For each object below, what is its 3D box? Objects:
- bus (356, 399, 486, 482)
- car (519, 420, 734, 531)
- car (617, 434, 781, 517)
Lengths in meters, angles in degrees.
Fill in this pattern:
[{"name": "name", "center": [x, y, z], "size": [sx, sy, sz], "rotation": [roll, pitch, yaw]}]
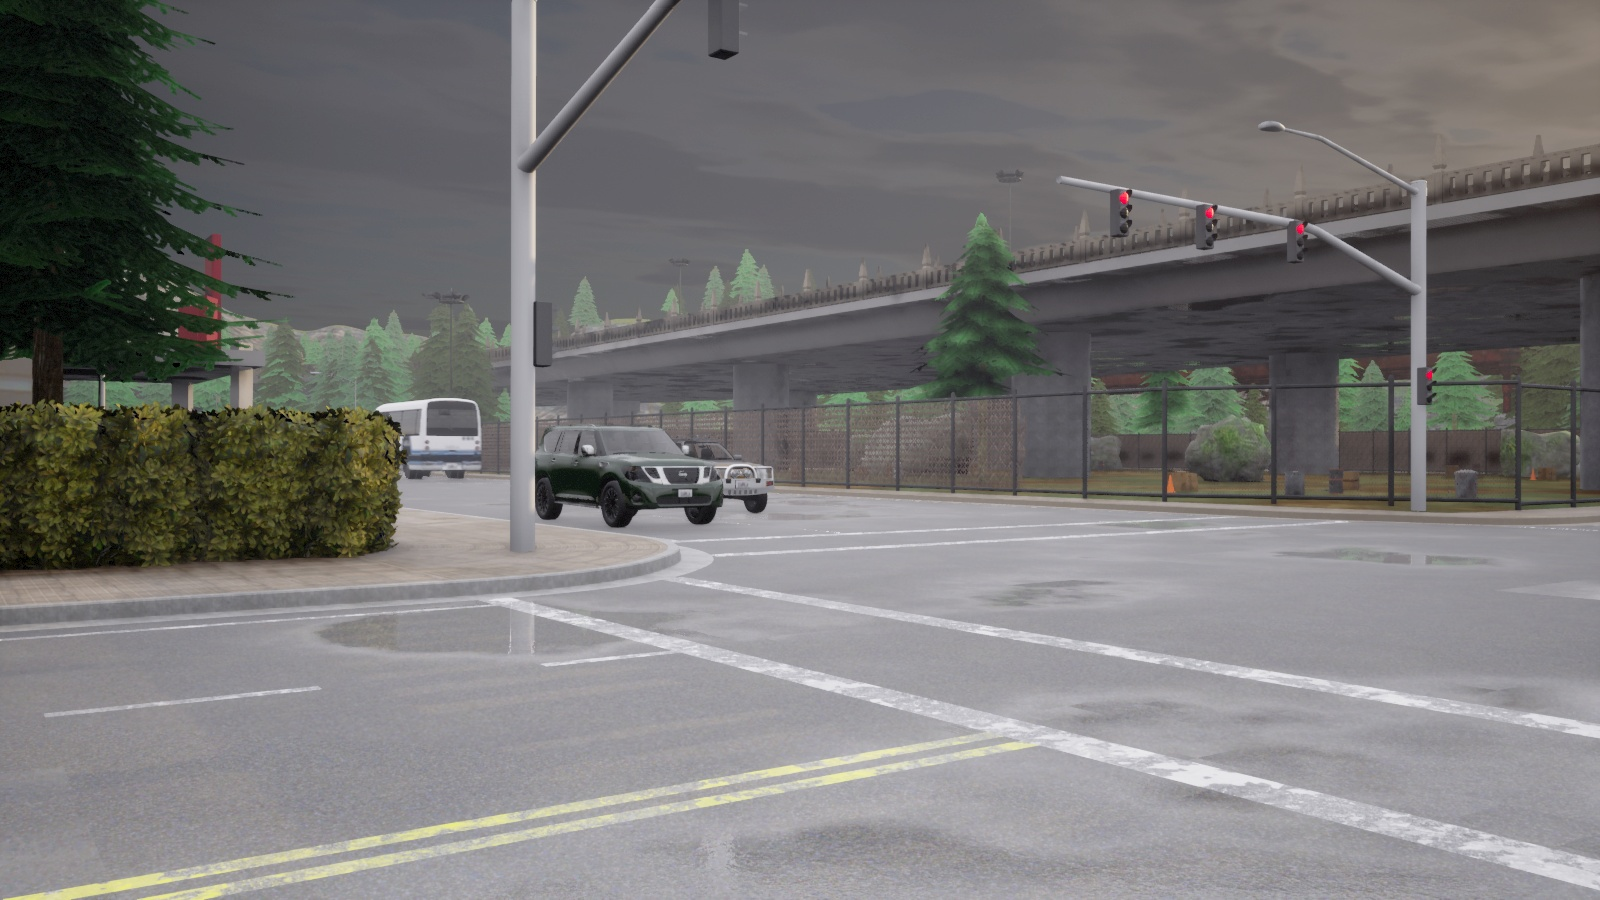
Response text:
[{"name": "bus", "center": [-21.160, -0.472, 69.635], "size": [3.944, 4.253, 10.273], "rotation": [0, 0, -35]}, {"name": "car", "center": [-3.753, 0.480, 26.071], "size": [2.150, 2.045, 5.566], "rotation": [0, 0, -35]}, {"name": "car", "center": [-2.549, 0.586, 30.481], "size": [1.932, 1.855, 4.605], "rotation": [0, 0, -35]}]
